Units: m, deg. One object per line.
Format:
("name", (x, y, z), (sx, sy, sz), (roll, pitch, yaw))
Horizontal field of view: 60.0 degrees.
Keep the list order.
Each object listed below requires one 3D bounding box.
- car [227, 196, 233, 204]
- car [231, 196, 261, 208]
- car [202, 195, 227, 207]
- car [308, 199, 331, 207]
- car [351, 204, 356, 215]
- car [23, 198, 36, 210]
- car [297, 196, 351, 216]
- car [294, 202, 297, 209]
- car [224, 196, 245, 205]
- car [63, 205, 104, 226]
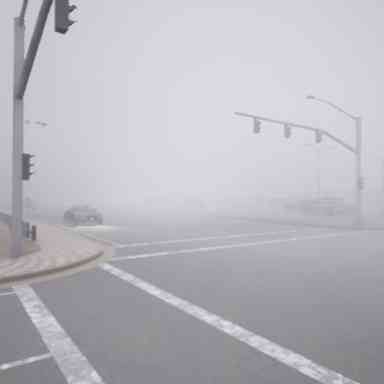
("car", (6.995, 1.899, 70.540), (1.784, 1.438, 3.905), (1, 0, -35))
("car", (8.612, 1.829, 53.206), (1.970, 1.475, 3.806), (1, 0, -35))
("car", (4.628, 1.898, 68.873), (1.970, 1.475, 3.806), (1, 0, -35))
("car", (24.777, 2.021, 64.629), (1.784, 1.438, 3.905), (1, 0, -35))
("car", (16.464, 1.555, 37.371), (1.905, 1.878, 3.866), (1, 0, -35))
("car", (-22.305, 1.577, 44.570), (1.837, 1.490, 4.892), (1, 0, -35))
("car", (14.067, 1.520, 35.749), (1.932, 1.855, 4.605), (1, 0, -35))
("car", (22.374, 1.778, 63.014), (1.932, 1.855, 4.605), (1, 0, -35))
("car", (9.161, 1.719, 72.129), (1.932, 1.855, 4.605), (1, 0, -35))
("car", (-8.009, 1.658, 24.430), (1.994, 1.385, 4.181), (1, 0, -35))
